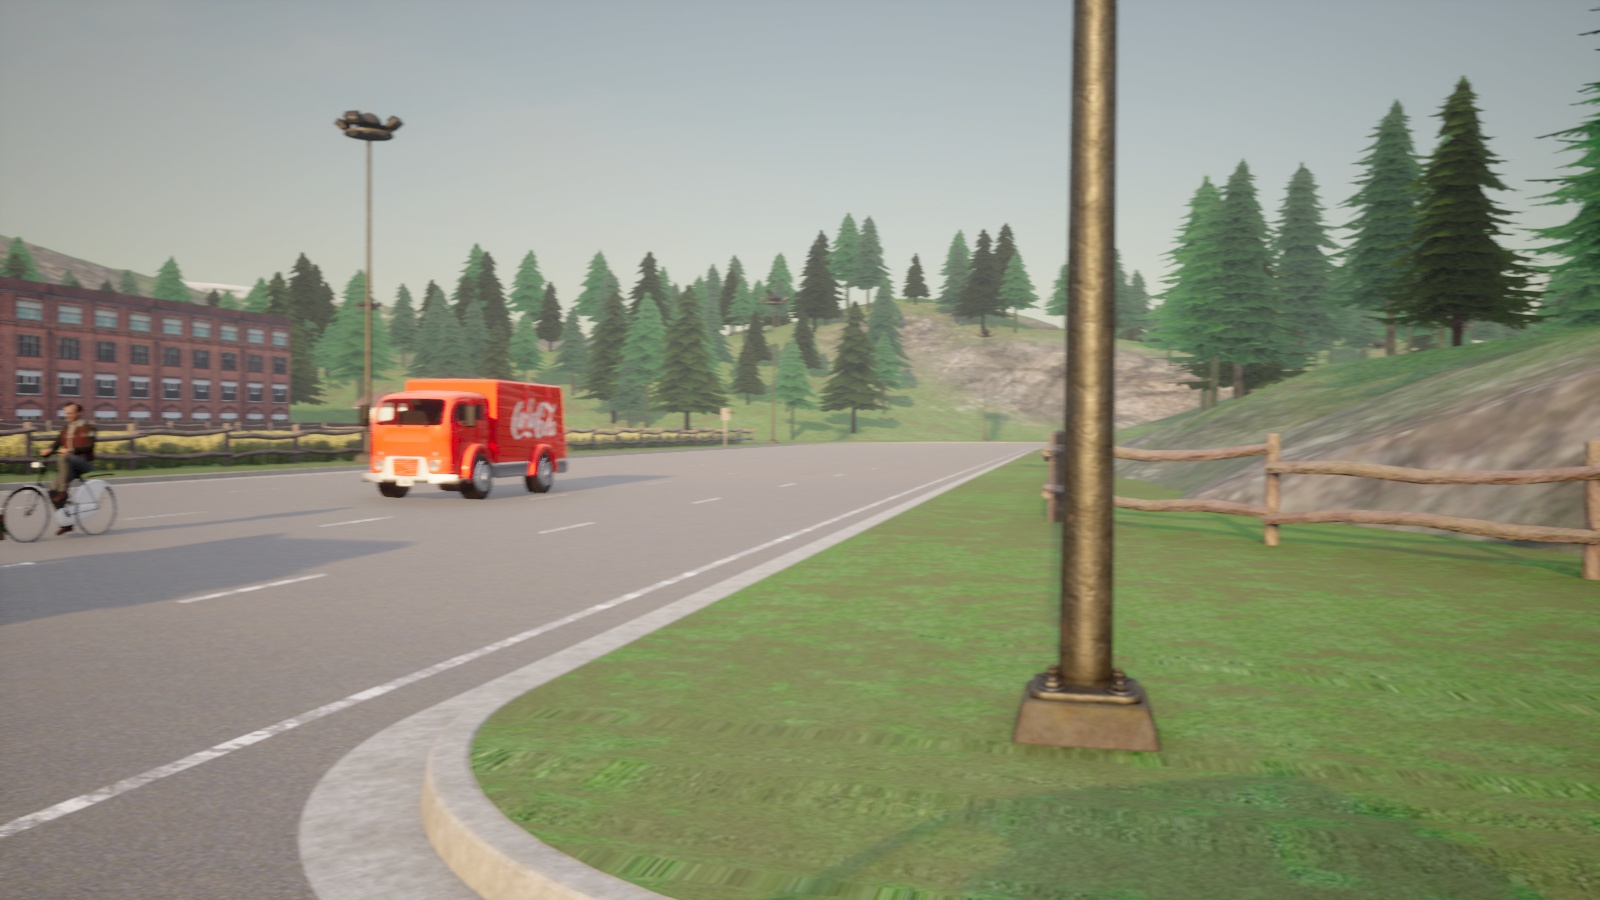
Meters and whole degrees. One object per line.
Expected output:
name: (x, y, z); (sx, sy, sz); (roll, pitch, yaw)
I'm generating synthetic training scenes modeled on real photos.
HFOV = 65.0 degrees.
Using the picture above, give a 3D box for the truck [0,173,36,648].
truck: (-8.039, -0.201, 5.863); (2.891, 3.462, 7.936); (0, 1, 12)

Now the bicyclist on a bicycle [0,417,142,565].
bicyclist on a bicycle: (-9.374, 0.477, 16.040); (0.659, 1.776, 1.843); (0, 1, 12)

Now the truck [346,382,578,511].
truck: (-7.004, -0.109, 26.808); (2.627, 2.467, 5.204); (0, 1, 12)
